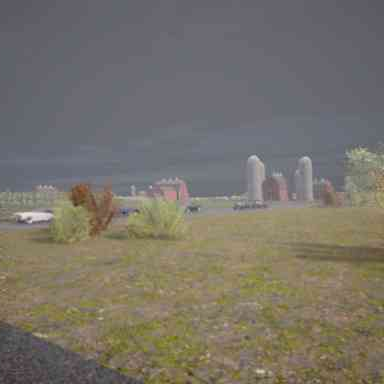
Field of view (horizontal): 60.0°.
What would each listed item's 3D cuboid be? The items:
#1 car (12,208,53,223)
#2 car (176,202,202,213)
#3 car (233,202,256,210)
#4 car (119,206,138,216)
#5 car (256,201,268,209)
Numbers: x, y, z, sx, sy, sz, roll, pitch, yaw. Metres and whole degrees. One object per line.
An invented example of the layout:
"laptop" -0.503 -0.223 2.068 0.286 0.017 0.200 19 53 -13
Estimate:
"car" -14.404 2.207 31.610 1.895 1.301 4.718 -2 -2 37
"car" -0.416 2.365 50.958 1.837 1.490 4.892 -2 -1 36
"car" 8.730 2.401 57.472 1.812 1.442 4.674 -2 -2 36
"car" -8.334 2.318 39.992 1.895 1.301 4.718 -2 -2 36
"car" 12.874 2.481 63.287 1.812 1.442 4.674 -2 -2 36
